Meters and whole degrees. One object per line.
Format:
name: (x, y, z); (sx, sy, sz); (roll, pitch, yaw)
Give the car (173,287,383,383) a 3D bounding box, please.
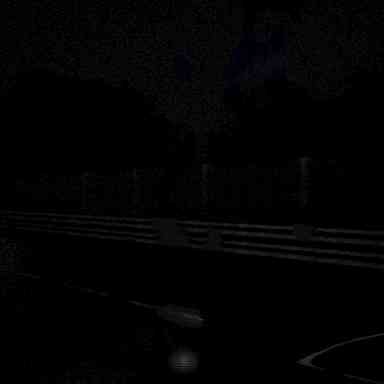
car: (2.068, 1.502, 2.516); (4.892, 1.490, 1.837); (-1, 0, 36)
